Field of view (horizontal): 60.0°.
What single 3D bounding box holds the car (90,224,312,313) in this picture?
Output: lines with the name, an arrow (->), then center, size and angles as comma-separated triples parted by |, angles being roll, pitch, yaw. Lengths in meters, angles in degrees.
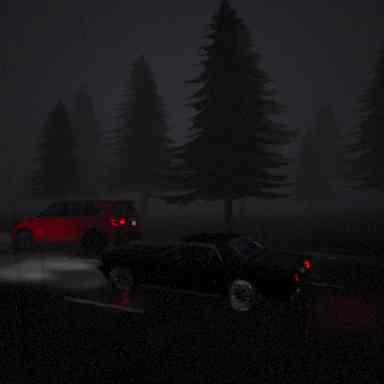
car -> 0.155, 1.628, 7.644 | 4.718, 1.301, 1.895 | -1, 0, 28

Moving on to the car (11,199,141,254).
car -> -4.795, 1.338, 13.864 | 5.566, 2.045, 2.150 | -1, -1, 19
